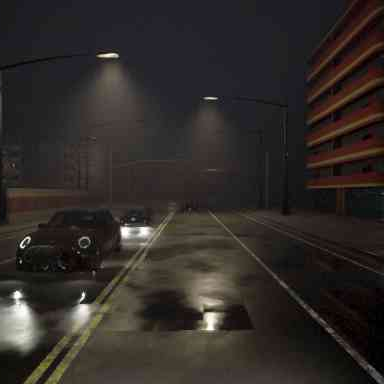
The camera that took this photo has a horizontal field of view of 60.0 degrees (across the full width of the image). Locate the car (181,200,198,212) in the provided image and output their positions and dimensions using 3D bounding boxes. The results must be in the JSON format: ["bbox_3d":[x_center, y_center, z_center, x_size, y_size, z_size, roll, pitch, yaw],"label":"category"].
[{"bbox_3d":[-0.274,1.601,39.413,1.895,1.301,4.718,0,0,0],"label":"car"}]

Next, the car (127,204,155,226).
[{"bbox_3d":[-3.743,1.564,23.143,1.994,1.385,4.181,0,0,0],"label":"car"}]

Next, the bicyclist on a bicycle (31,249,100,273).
[{"bbox_3d":[-2.934,1.684,7.930,1.656,0.582,1.620,10,-24,-23],"label":"bicyclist on a bicycle"}]

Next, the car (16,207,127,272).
[{"bbox_3d":[-3.690,1.353,10.777,2.097,1.767,4.553,0,0,-1],"label":"car"}]
